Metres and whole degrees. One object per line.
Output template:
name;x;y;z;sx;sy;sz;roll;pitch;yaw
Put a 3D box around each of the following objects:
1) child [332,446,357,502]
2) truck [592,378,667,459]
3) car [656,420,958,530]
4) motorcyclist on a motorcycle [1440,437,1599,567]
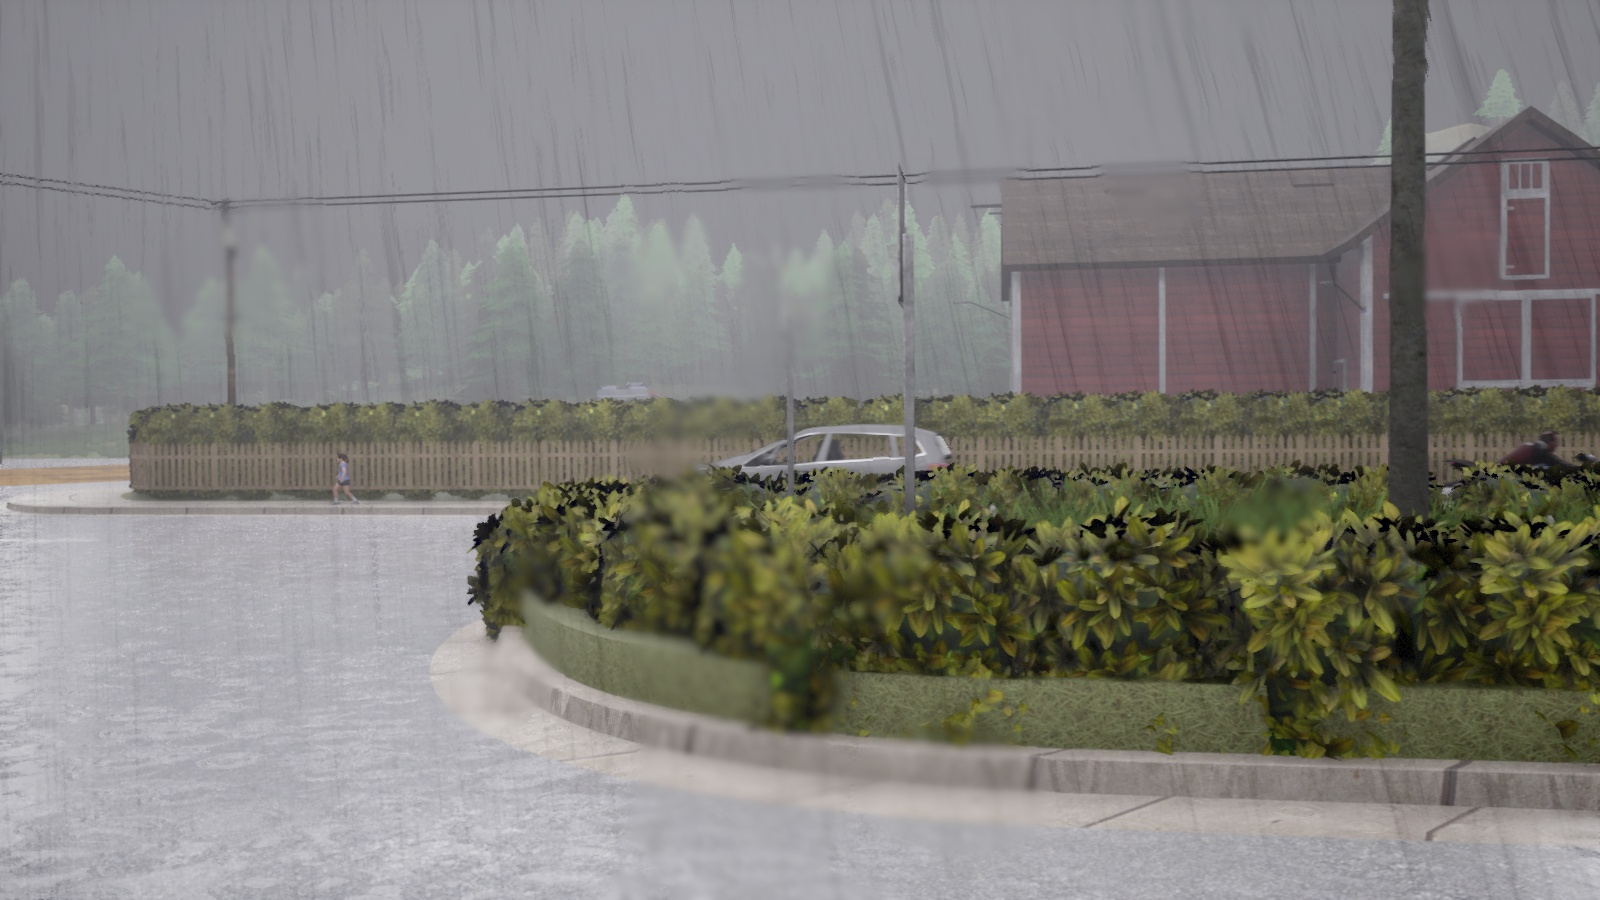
child;-9.185;0.480;25.319;0.394;1.110;0.255;0;1;4
truck;-8.556;-1.529;64.012;2.891;3.827;8.468;0;0;-2
car;0.197;0.355;20.366;4.611;1.667;2.242;0;1;9
motorcyclist on a motorcycle;9.182;0.613;15.413;2.191;1.530;0.866;0;1;9
